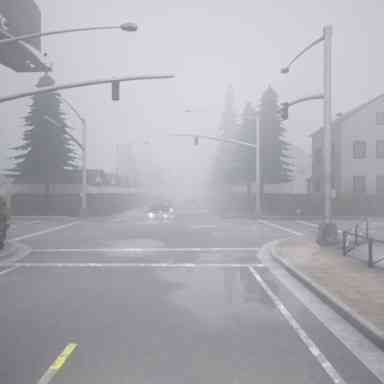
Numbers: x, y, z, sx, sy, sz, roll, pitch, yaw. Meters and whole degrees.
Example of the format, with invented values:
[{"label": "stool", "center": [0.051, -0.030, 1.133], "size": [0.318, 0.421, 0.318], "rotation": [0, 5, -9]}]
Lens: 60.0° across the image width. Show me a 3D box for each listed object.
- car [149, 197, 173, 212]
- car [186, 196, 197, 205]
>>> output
[{"label": "car", "center": [-3.644, 1.349, 38.109], "size": [2.097, 1.767, 4.553], "rotation": [0, 0, 0]}, {"label": "car", "center": [-0.086, 1.487, 59.322], "size": [2.128, 1.511, 4.902], "rotation": [0, 0, 0]}]
